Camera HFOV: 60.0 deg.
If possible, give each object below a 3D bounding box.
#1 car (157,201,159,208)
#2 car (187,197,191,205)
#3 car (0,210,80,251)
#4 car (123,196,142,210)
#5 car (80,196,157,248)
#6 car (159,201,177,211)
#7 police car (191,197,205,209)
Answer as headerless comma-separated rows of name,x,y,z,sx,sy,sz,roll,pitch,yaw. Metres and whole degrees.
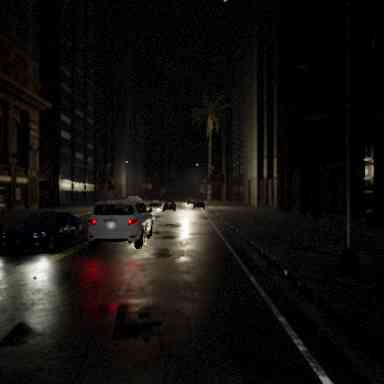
car,-6.520,2.189,59.016,1.895,1.301,4.718,0,-1,1
car,0.016,1.979,73.357,2.097,1.767,4.553,0,-1,0
car,-6.598,1.626,15.081,1.882,1.535,5.008,0,-1,0
car,-9.784,1.770,55.422,2.150,2.045,5.566,0,0,1
car,-3.148,1.375,15.648,2.150,2.045,5.566,0,-1,0
car,-3.141,2.015,47.460,2.033,1.411,5.357,0,-1,0
police car,1.149,1.975,55.301,1.930,1.638,5.238,0,-1,0
